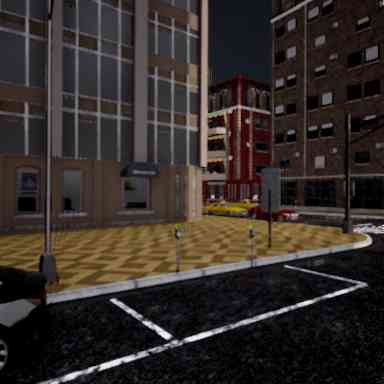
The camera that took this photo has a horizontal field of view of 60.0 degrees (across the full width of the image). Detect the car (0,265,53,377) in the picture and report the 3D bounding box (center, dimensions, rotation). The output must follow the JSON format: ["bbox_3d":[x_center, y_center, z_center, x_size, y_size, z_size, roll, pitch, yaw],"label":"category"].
[{"bbox_3d":[-3.900,1.563,3.773,4.313,1.339,1.947,0,0,-36],"label":"car"}]

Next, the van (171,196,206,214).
[{"bbox_3d":[-0.423,1.303,34.640,1.690,1.788,3.998,1,0,-36],"label":"van"}]

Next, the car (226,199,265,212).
[{"bbox_3d":[6.285,1.542,39.662,1.752,1.417,4.829,1,0,-36],"label":"car"}]

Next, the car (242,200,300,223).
[{"bbox_3d":[6.177,1.564,25.435,1.802,1.307,4.206,1,0,-36],"label":"car"}]

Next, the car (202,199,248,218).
[{"bbox_3d":[2.976,1.497,29.899,1.752,1.417,4.829,1,0,-36],"label":"car"}]
